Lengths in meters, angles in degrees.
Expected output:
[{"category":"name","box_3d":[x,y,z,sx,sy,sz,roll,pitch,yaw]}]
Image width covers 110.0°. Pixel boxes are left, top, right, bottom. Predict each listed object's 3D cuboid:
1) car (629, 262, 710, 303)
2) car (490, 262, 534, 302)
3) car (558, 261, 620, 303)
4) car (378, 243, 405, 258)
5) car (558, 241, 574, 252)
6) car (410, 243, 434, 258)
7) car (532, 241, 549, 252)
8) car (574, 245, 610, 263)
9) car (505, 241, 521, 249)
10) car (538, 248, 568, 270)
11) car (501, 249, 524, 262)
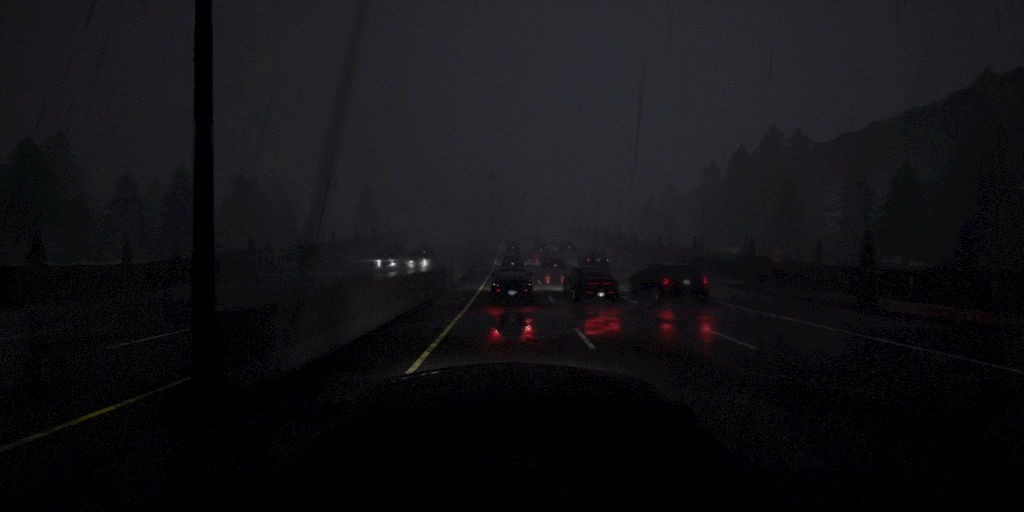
[{"category":"car","box_3d":[7.000,1.047,16.451,2.097,1.767,4.553,0,1,0]},{"category":"car","box_3d":[0.000,1.215,16.483,1.812,1.442,4.674,0,1,0]},{"category":"car","box_3d":[3.501,1.197,16.484,1.837,1.490,4.892,0,1,0]},{"category":"car","box_3d":[-13.889,-0.682,41.583,1.837,1.490,4.892,0,7,0]},{"category":"car","box_3d":[7.140,-1.310,46.576,1.994,1.385,4.181,0,7,0]},{"category":"car","box_3d":[-10.389,-0.682,41.563,1.812,1.442,4.674,0,7,0]},{"category":"car","box_3d":[3.640,-1.270,46.631,1.895,1.301,4.718,0,7,0]},{"category":"car","box_3d":[7.055,0.213,31.352,2.097,1.767,4.553,0,5,0]},{"category":"car","box_3d":[0.140,-1.310,46.616,1.994,1.385,4.181,0,7,0]},{"category":"car","box_3d":[3.556,0.378,31.414,1.812,1.442,4.674,0,5,0]},{"category":"car","box_3d":[0.056,0.418,31.437,1.994,1.385,4.181,0,5,0]}]
